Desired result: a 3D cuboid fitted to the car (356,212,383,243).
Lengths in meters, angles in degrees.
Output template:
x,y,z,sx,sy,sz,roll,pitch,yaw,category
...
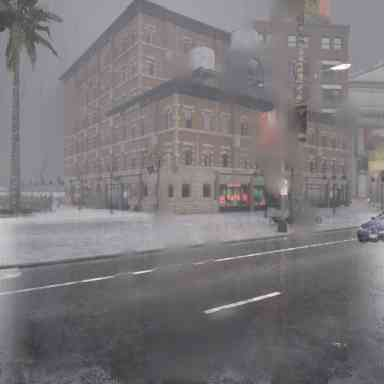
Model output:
x,y,z,sx,sy,sz,roll,pitch,yaw,category
9.268,1.525,14.854,4.674,1.442,1.812,0,0,-35,car
